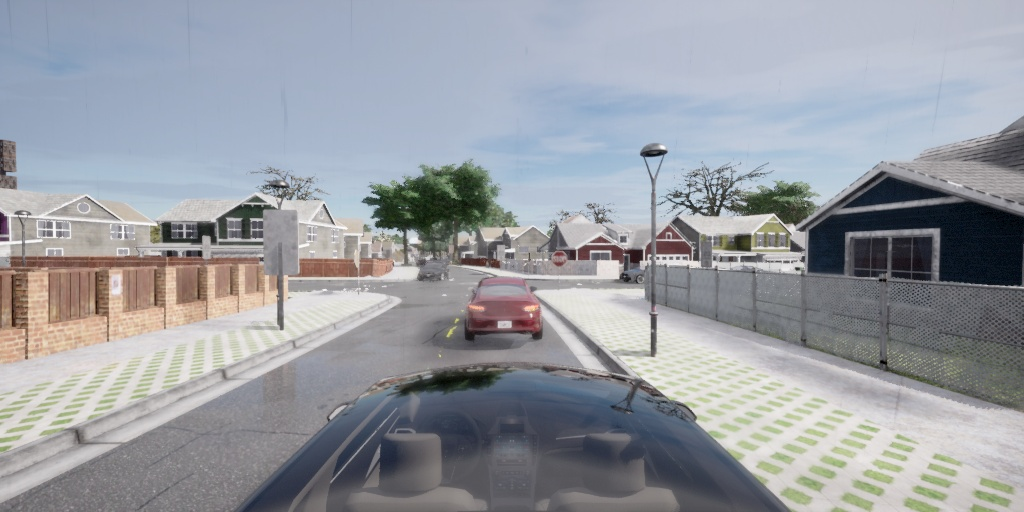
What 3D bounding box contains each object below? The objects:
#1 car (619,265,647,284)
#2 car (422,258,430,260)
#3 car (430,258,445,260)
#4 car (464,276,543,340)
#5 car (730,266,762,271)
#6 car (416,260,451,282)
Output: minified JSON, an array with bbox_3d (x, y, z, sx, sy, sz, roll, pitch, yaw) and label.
[{"bbox_3d":[10.665,1.429,28.365,4.181,1.385,1.994,1,1,-16],"label":"car"},{"bbox_3d":[-12.179,1.321,55.034,2.033,1.411,5.357,0,0,-19],"label":"car"},{"bbox_3d":[-8.423,1.273,42.637,1.837,1.490,4.892,0,0,-15],"label":"car"},{"bbox_3d":[-0.254,1.274,9.831,1.812,1.442,4.674,0,0,-2],"label":"car"},{"bbox_3d":[19.931,1.523,30.903,4.181,1.385,1.994,1,1,-17],"label":"car"},{"bbox_3d":[-6.306,1.268,29.582,1.837,1.490,4.892,0,0,1],"label":"car"}]
